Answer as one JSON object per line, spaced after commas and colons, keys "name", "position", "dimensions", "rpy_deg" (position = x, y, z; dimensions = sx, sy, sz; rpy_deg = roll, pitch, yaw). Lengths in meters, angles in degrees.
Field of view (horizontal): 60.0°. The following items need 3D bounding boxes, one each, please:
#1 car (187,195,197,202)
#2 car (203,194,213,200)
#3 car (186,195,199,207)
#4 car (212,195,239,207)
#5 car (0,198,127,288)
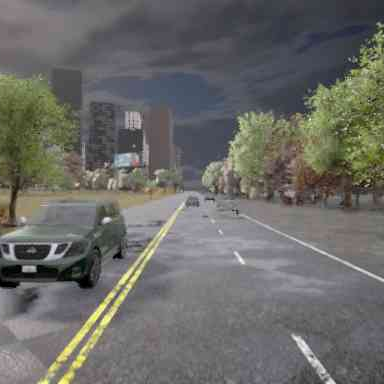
{"name": "car", "position": [-0.020, 1.445, 72.589], "dimensions": [2.128, 1.511, 4.902], "rpy_deg": [0, 0, 0]}
{"name": "car", "position": [3.233, 1.019, 62.300], "dimensions": [2.097, 1.767, 4.553], "rpy_deg": [0, 0, 0]}
{"name": "car", "position": [0.087, 1.461, 51.424], "dimensions": [2.128, 1.511, 4.902], "rpy_deg": [0, 0, 0]}
{"name": "car", "position": [3.241, 1.253, 30.847], "dimensions": [2.033, 1.411, 5.357], "rpy_deg": [0, 0, 0]}
{"name": "car", "position": [-3.340, 1.224, 9.599], "dimensions": [2.150, 2.045, 5.566], "rpy_deg": [0, 0, 0]}
